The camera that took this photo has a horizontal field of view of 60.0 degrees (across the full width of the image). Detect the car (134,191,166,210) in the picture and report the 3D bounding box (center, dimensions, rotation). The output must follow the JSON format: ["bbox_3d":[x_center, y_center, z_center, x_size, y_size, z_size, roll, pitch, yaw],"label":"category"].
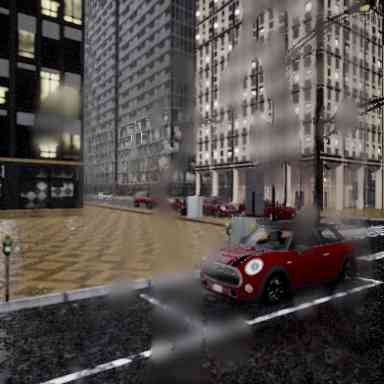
[{"bbox_3d":[-4.513,0.877,36.002,2.192,1.841,5.009,2,0,-36],"label":"car"}]

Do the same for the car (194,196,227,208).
[{"bbox_3d":[2.252,1.203,40.935,1.802,1.307,4.206,2,0,-36],"label":"car"}]

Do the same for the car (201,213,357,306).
[{"bbox_3d":[2.166,1.495,8.108,4.097,1.590,1.967,1,0,-36],"label":"car"}]

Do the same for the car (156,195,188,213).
[{"bbox_3d":[-1.275,1.252,31.471,1.802,1.307,4.206,2,0,-36],"label":"car"}]

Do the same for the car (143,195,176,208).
[{"bbox_3d":[-3.949,1.131,39.632,1.895,1.301,4.718,1,1,-36],"label":"car"}]

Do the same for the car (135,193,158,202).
[{"bbox_3d":[-7.493,0.864,54.533,1.947,1.339,4.313,2,0,-36],"label":"car"}]

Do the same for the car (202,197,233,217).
[{"bbox_3d":[1.977,1.217,26.941,1.967,1.590,4.097,2,0,-36],"label":"car"}]

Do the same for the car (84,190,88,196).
[{"bbox_3d":[-26.982,0.199,81.727,1.887,1.381,4.507,2,0,-36],"label":"car"}]

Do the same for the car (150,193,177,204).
[{"bbox_3d":[-4.342,0.928,50.139,1.752,1.417,4.829,2,0,-36],"label":"car"}]

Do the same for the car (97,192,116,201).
[{"bbox_3d":[-13.950,0.727,53.752,1.812,1.442,4.674,1,1,-36],"label":"car"}]

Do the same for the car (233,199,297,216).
[{"bbox_3d":[5.834,1.332,25.979,1.882,1.535,5.008,1,1,-36],"label":"car"}]
